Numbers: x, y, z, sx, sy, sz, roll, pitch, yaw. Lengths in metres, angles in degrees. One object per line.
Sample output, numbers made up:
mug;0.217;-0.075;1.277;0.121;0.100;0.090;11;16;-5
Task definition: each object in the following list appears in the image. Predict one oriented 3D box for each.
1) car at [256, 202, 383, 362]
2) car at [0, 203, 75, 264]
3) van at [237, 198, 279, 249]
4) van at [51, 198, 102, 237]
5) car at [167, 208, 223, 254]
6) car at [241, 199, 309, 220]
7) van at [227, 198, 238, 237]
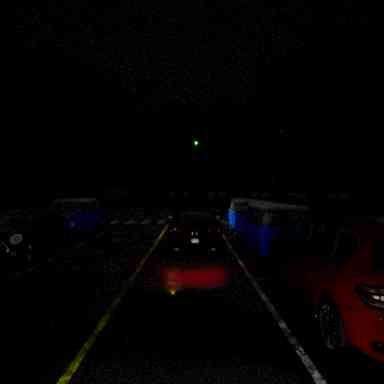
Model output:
car;2.757;1.265;5.795;2.192;1.841;5.009;0;0;0
car;-5.772;1.344;11.228;1.967;1.590;4.097;0;0;0
van;2.753;1.245;11.233;1.690;1.788;3.998;0;0;0
van;-5.775;1.200;16.665;1.690;1.788;3.998;0;0;0
car;0.092;1.367;12.962;1.882;1.535;5.008;0;1;0
car;6.757;1.417;27.163;4.902;1.511;2.128;2;0;-16
van;2.750;1.200;16.670;1.690;1.788;3.998;0;0;0
